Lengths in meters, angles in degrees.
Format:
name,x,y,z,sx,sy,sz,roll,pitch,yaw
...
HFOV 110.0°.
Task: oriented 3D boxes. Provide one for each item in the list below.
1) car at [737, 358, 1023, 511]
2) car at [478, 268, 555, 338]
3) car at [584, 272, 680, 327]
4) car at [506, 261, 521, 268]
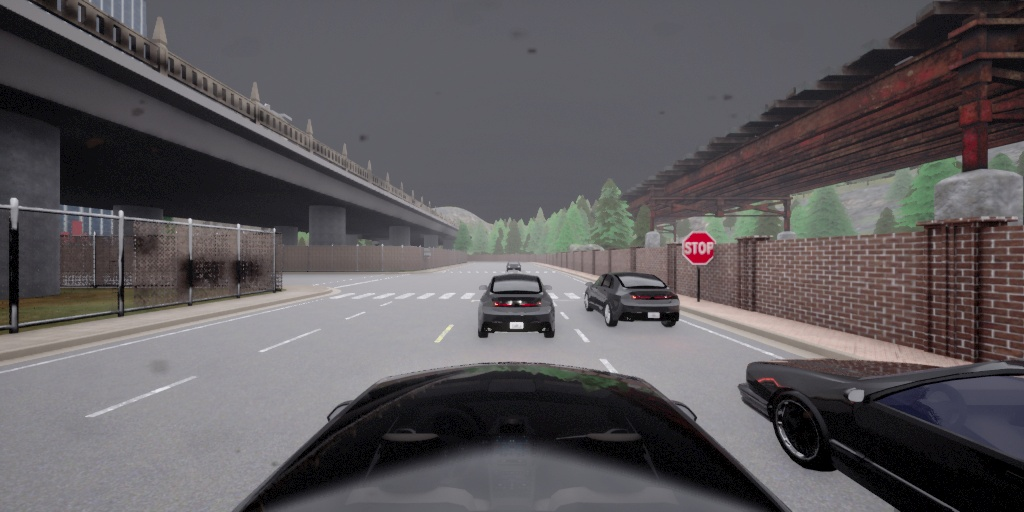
name,x,y,z,sx,sy,sz,roll,pitch,yaw
car,3.600,1.297,1.776,2.033,1.411,5.357,0,0,0
car,0.105,1.255,10.166,1.837,1.490,4.892,0,0,0
car,3.608,1.255,11.522,1.837,1.490,4.892,0,0,0
car,0.218,1.351,46.391,1.895,1.301,4.718,0,0,-1
